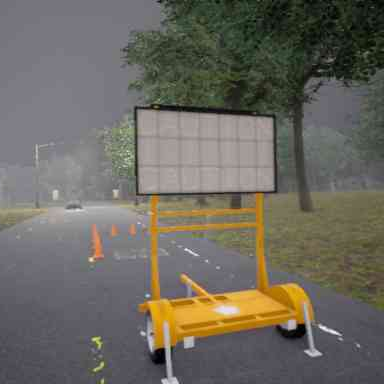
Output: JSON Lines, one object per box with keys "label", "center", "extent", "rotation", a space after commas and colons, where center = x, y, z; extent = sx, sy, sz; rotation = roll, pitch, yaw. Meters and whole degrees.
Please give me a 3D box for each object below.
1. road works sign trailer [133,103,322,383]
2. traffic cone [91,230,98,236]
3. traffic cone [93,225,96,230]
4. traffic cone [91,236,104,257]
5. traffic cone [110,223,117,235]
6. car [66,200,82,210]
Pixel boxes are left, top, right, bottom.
{"label": "road works sign trailer", "center": [0.226, 0.438, 5.483], "extent": [2.380, 3.560, 2.880], "rotation": [-1, 0, -19]}
{"label": "traffic cone", "center": [-3.913, 1.981, 13.619], "extent": [0.340, 0.580, 0.340], "rotation": [-1, 0, -18]}
{"label": "traffic cone", "center": [-4.520, 1.987, 15.524], "extent": [0.340, 0.580, 0.340], "rotation": [-1, 0, -18]}
{"label": "traffic cone", "center": [-3.305, 1.975, 11.713], "extent": [0.340, 0.580, 0.340], "rotation": [-1, 0, -18]}
{"label": "traffic cone", "center": [-4.176, 1.976, 17.733], "extent": [0.340, 0.580, 0.340], "rotation": [-1, 0, -18]}
{"label": "car", "center": [-16.635, 1.792, 46.872], "extent": [1.994, 1.385, 4.181], "rotation": [-1, 0, -18]}
